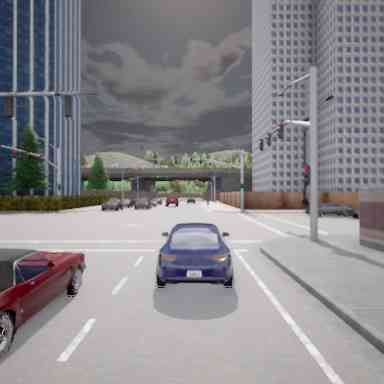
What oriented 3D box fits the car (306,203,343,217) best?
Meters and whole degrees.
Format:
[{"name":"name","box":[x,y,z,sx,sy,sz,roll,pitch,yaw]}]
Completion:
[{"name":"car","box":[13.543,1.758,33.075,4.181,1.385,1.994,0,0,0]}]

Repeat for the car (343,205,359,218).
[{"name":"car","box":[16.210,1.737,29.570,4.181,1.385,1.994,0,0,0]}]

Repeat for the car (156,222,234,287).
[{"name":"car","box":[0.096,1.581,9.355,1.812,1.442,4.674,0,0,1]}]

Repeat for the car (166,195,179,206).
[{"name":"car","box":[-3.572,1.581,61.222,2.150,2.045,5.566,0,0,-1]}]

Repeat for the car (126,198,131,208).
[{"name":"car","box":[-10.732,1.809,53.906,2.128,1.511,4.902,0,0,0]}]

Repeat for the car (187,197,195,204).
[{"name":"car","box":[-0.196,1.913,74.128,1.837,1.490,4.892,0,0,0]}]

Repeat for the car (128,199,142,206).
[{"name":"car","box":[-10.716,1.973,63.129,1.895,1.301,4.718,0,0,0]}]

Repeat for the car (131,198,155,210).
[{"name":"car","box":[-7.225,1.643,49.437,2.097,1.767,4.553,0,0,0]}]

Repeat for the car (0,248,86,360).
[{"name":"car","box":[-3.447,1.636,5.839,1.895,1.301,4.718,0,0,0]}]

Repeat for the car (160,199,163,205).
[{"name":"car","box":[-7.181,1.967,68.465,1.994,1.385,4.181,0,0,0]}]

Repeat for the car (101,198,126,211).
[{"name":"car","box":[-10.717,1.617,44.947,2.097,1.767,4.553,0,0,0]}]

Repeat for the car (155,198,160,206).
[{"name":"car","box":[-7.232,1.945,58.418,1.895,1.301,4.718,0,0,0]}]
